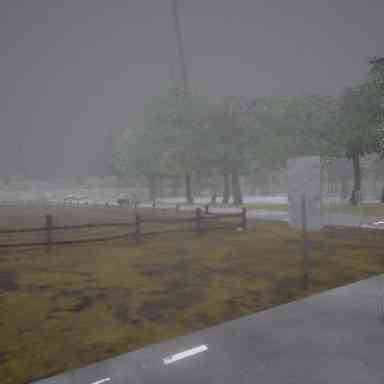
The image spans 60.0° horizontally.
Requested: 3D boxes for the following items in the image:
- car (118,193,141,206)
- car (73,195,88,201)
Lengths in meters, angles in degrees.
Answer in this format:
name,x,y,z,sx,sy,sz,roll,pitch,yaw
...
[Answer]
name,x,y,z,sx,sy,sz,roll,pitch,yaw
car,-10.600,1.293,55.732,2.150,2.045,5.566,-3,2,-35
car,-28.268,1.623,85.645,1.837,1.490,4.892,-3,2,-35
